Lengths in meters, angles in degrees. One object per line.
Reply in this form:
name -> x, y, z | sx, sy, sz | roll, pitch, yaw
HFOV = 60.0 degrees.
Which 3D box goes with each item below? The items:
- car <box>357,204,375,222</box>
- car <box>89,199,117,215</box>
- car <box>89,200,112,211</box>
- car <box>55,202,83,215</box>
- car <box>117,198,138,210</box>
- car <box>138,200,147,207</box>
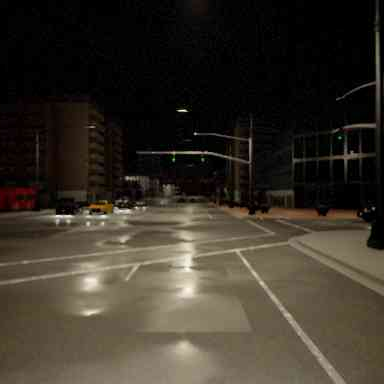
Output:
car -> 15.514, 1.305, 25.057 | 5.566, 2.045, 2.150 | 0, 0, 1
car -> -10.508, 1.807, 38.777 | 1.882, 1.535, 5.008 | 0, -1, 0
car -> -13.972, 2.022, 50.923 | 2.128, 1.511, 4.902 | 0, -1, 0
car -> -14.009, 1.894, 38.167 | 1.994, 1.385, 4.181 | 0, -1, 0
car -> -10.464, 2.046, 52.800 | 2.128, 1.511, 4.902 | 0, -1, 0
car -> -10.345, 2.319, 67.908 | 1.812, 1.442, 4.674 | 0, -1, 0
